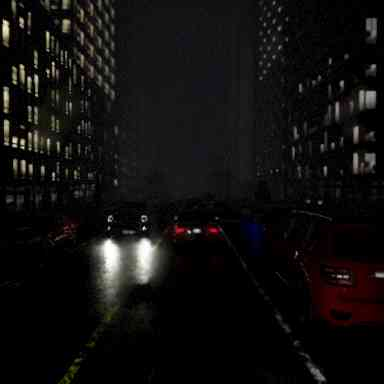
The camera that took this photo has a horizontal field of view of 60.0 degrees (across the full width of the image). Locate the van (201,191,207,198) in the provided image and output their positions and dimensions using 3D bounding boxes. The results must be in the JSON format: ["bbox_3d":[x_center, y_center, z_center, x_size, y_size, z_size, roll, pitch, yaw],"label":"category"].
[{"bbox_3d":[3.278,0.668,91.998,1.690,1.788,3.998,0,0,0],"label":"van"}]

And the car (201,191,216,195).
[{"bbox_3d":[3.054,0.895,57.898,2.192,1.841,5.009,0,0,0],"label":"car"}]

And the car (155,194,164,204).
[{"bbox_3d":[-5.398,1.237,46.588,1.802,1.307,4.206,0,0,0],"label":"car"}]

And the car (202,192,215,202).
[{"bbox_3d":[3.092,0.853,63.582,2.192,1.841,5.009,0,0,0],"label":"car"}]

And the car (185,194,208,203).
[{"bbox_3d":[0.313,1.236,33.169,1.882,1.535,5.008,0,0,0],"label":"car"}]

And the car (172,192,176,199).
[{"bbox_3d":[-5.212,1.012,75.005,1.947,1.339,4.313,0,0,0],"label":"car"}]

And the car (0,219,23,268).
[{"bbox_3d":[-5.660,1.495,6.804,2.008,1.369,4.403,0,0,0],"label":"car"}]

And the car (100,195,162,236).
[{"bbox_3d":[-2.985,1.223,17.342,2.097,1.767,4.553,0,0,0],"label":"car"}]

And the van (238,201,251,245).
[{"bbox_3d":[2.757,1.253,12.431,1.690,1.788,3.998,0,0,0],"label":"van"}]

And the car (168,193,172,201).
[{"bbox_3d":[-5.288,1.057,63.468,1.752,1.417,4.829,0,0,0],"label":"car"}]

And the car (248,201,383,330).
[{"bbox_3d":[2.719,1.268,6.748,2.192,1.841,5.009,0,0,0],"label":"car"}]

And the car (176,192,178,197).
[{"bbox_3d":[-5.138,0.912,86.371,2.008,1.369,4.403,0,0,0],"label":"car"}]

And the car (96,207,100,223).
[{"bbox_3d":[-5.548,1.372,23.854,2.008,1.369,4.403,0,0,0],"label":"car"}]

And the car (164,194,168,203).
[{"bbox_3d":[-5.362,1.054,52.270,1.967,1.590,4.097,0,0,0],"label":"car"}]

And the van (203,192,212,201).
[{"bbox_3d":[3.129,0.837,69.265,1.690,1.788,3.998,0,0,0],"label":"van"}]

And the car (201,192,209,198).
[{"bbox_3d":[3.241,0.809,86.316,1.967,1.590,4.097,0,0,0],"label":"car"}]

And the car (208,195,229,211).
[{"bbox_3d":[2.908,1.297,35.166,2.008,1.369,4.403,0,0,0],"label":"car"}]

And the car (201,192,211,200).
[{"bbox_3d":[3.168,0.894,74.949,1.967,1.590,4.097,0,0,0],"label":"car"}]

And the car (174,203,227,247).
[{"bbox_3d":[0.191,1.441,14.534,2.033,1.411,5.357,0,0,0],"label":"car"}]

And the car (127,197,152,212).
[{"bbox_3d":[-5.473,1.289,35.221,2.008,1.369,4.403,0,0,0],"label":"car"}]

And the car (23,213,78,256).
[{"bbox_3d":[-5.622,1.485,12.488,1.802,1.307,4.206,0,0,0],"label":"car"}]
